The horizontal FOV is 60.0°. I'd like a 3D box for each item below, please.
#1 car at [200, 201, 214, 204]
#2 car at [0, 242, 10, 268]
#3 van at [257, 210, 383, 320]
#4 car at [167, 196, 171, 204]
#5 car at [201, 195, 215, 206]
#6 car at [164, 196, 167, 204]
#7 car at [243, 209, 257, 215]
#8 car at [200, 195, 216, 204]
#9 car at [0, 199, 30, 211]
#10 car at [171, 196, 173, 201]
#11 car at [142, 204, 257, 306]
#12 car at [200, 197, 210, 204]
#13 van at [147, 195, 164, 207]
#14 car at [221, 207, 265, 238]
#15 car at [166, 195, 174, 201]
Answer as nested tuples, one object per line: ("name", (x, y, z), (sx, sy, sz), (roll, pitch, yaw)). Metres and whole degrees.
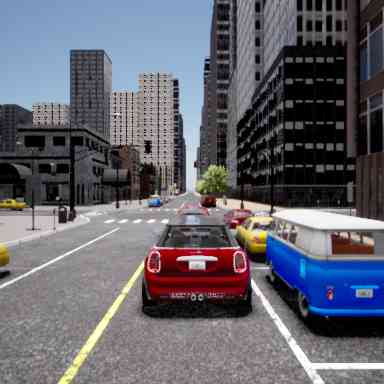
("car", (0.077, 1.480, 17.374), (1.882, 1.535, 5.008), (0, 0, 0))
("car", (-5.701, 1.525, 6.847), (1.752, 1.417, 4.829), (0, 0, 0))
("van", (2.678, 1.340, 7.028), (1.690, 1.788, 3.998), (0, 0, 0))
("car", (-5.782, 1.523, 67.303), (1.967, 1.590, 4.097), (0, 0, 0))
("car", (2.612, 1.374, 56.268), (2.192, 1.841, 5.009), (0, 0, 0))
("car", (-5.767, 1.499, 56.253), (1.967, 1.590, 4.097), (0, 0, 0))
("car", (2.671, 1.526, 12.863), (1.752, 1.417, 4.829), (0, 0, 0))
("car", (2.620, 1.364, 50.743), (2.192, 1.841, 5.009), (0, 0, 0))
("car", (-21.460, 1.465, 38.541), (4.829, 1.417, 1.752), (0, 0, 0))
("car", (-5.789, 1.646, 72.825), (2.008, 1.369, 4.403), (0, 0, 0))
("car", (0.089, 1.352, 8.168), (2.097, 1.767, 4.553), (0, 0, 0))
("car", (2.599, 1.648, 67.316), (1.947, 1.339, 4.313), (0, 0, 0))
("van", (-5.760, 1.390, 50.730), (1.690, 1.788, 3.998), (0, 0, 0))
("car", (2.663, 1.585, 18.355), (1.802, 1.307, 4.206), (0, 0, 0))
("car", (-5.811, 1.664, 89.227), (1.752, 1.417, 4.829), (0, 0, 0))
